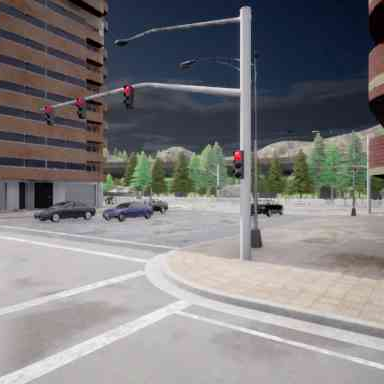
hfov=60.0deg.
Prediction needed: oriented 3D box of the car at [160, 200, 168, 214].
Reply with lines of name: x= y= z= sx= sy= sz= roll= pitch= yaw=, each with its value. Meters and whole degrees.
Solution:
car: x=-4.456 y=1.491 z=33.882 sx=2.128 sy=1.511 sz=4.902 roll=0 pitch=0 yaw=36

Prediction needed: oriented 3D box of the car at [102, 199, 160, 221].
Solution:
car: x=-5.085 y=1.526 z=27.082 sx=1.812 sy=1.442 sz=4.674 roll=0 pitch=0 yaw=36

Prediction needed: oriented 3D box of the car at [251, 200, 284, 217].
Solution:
car: x=7.126 y=1.478 z=31.740 sx=1.882 sy=1.535 sz=5.008 roll=0 pitch=0 yaw=36

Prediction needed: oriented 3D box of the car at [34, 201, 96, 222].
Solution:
car: x=-9.945 y=1.505 z=26.345 sx=1.837 sy=1.490 sz=4.892 roll=0 pitch=0 yaw=36
